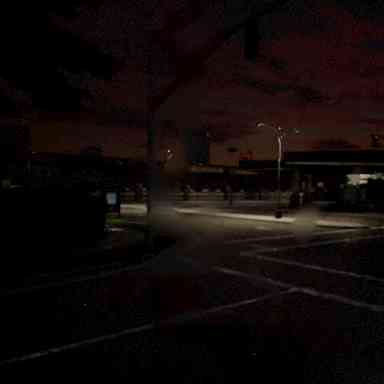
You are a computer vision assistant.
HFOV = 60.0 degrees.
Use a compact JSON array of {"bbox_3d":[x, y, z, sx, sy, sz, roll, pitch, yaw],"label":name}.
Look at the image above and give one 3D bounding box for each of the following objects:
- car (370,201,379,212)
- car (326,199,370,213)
[{"bbox_3d":[23.555,1.977,45.896,1.970,1.475,3.806,1,0,-35],"label":"car"},{"bbox_3d":[19.292,1.750,41.974,2.242,1.667,4.611,1,0,-35],"label":"car"}]
